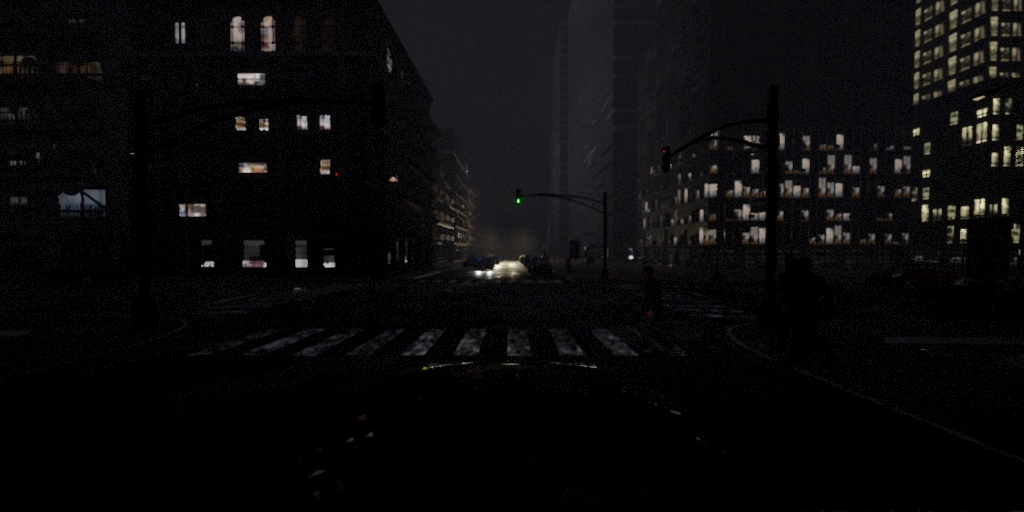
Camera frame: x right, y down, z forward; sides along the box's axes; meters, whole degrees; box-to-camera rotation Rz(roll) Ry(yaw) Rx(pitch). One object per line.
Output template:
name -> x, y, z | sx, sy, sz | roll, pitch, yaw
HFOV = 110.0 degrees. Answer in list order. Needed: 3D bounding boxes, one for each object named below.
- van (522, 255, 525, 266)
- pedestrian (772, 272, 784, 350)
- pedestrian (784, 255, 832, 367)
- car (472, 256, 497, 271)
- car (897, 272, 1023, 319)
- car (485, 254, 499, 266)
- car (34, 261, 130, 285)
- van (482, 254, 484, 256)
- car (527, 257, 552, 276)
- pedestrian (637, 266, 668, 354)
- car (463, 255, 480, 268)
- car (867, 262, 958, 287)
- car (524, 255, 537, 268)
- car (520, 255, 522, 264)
van -> 2.650, 0.704, 49.656 | 1.690, 1.789, 3.998 | 0, 0, 0
pedestrian -> 5.112, 0.856, 6.528 | 0.375, 1.860, 0.375 | -1, 1, 0
pedestrian -> 4.787, 0.861, 5.809 | 0.375, 1.860, 0.375 | -1, 1, 0
car -> -3.093, 1.001, 40.998 | 1.994, 1.385, 4.181 | 0, 0, 0
car -> 16.713, 1.370, 12.415 | 4.403, 1.370, 2.007 | 0, 0, 1
car -> -3.063, 0.789, 58.794 | 1.837, 1.490, 4.892 | 0, 0, 1
car -> -25.859, 0.968, 21.603 | 4.507, 1.381, 1.888 | 0, 0, 1
van -> -5.699, 0.656, 55.267 | 1.690, 1.789, 3.998 | 0, 0, 0
car -> 2.652, 1.052, 32.718 | 1.888, 1.381, 4.507 | 0, 0, 0
pedestrian -> 2.741, 1.004, 7.058 | 0.375, 1.860, 0.375 | -1, 1, 0
car -> -5.698, 0.929, 49.621 | 1.948, 1.339, 4.313 | 0, 0, 0
car -> 23.371, 1.094, 20.963 | 4.097, 1.591, 1.967 | 0, 0, 1
car -> 2.652, 0.899, 38.364 | 1.967, 1.591, 4.097 | 0, 0, 0
car -> 2.649, 0.860, 55.302 | 1.888, 1.381, 4.507 | 0, 0, 0
